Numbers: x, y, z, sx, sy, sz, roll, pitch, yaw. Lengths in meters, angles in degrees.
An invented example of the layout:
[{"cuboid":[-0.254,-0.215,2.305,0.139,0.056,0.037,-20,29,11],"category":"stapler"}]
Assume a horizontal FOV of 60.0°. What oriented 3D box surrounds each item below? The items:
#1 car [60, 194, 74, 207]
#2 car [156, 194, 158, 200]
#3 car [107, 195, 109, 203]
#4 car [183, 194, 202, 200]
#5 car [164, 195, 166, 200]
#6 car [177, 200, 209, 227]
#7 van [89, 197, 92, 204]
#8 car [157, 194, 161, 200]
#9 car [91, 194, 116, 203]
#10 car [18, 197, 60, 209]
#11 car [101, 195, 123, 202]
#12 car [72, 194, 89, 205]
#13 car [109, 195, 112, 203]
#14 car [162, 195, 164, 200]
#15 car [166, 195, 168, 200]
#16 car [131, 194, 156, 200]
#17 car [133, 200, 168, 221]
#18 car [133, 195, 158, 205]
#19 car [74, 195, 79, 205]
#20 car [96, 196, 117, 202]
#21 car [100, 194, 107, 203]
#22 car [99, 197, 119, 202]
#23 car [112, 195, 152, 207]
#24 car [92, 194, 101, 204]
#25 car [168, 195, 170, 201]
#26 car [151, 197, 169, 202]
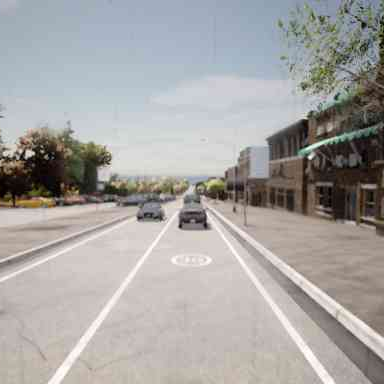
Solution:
[{"cuboid":[-22.030,1.567,52.762,5.008,1.535,2.097,0,0,0],"category":"car"},{"cuboid":[-8.961,1.602,58.379,4.892,1.521,2.231,0,-1,0],"category":"car"},{"cuboid":[-22.072,1.788,75.040,5.008,1.535,2.097,0,-1,0],"category":"car"},{"cuboid":[0.023,1.271,41.255,2.150,2.045,5.566,0,0,0],"category":"car"},{"cuboid":[-8.993,1.781,75.198,5.008,1.535,2.097,0,-1,0],"category":"car"},{"cuboid":[0.056,1.533,22.805,1.837,1.490,4.892,0,0,0],"category":"car"},{"cuboid":[-22.162,1.438,63.899,4.442,1.987,1.878,0,-1,0],"category":"van"},{"cuboid":[-8.988,1.378,61.186,5.566,2.045,2.435,0,-1,0],"category":"car"},{"cuboid":[-22.077,1.632,83.395,5.566,2.045,2.435,0,-1,0],"category":"car"},{"cuboid":[-22.013,1.538,47.193,5.008,1.535,2.097,0,0,0],"category":"car"},{"cuboid":[-22.103,1.742,91.750,5.566,2.045,2.435,0,-1,0],"category":"car"},{"cuboid":[-22.009,1.510,61.118,4.553,1.767,2.185,0,-1,0],"category":"car"},{"cuboid":[-22.057,1.849,77.824,4.792,1.488,2.163,0,-1,0],"category":"car"},{"cuboid":[-8.975,1.720,69.592,4.892,1.521,2.231,0,-1,0],"category":"car"},{"cuboid":[-9.036,1.561,78.004,5.566,2.045,2.435,0,-1,0],"category":"car"},{"cuboid":[-8.974,1.308,52.776,5.566,2.045,2.435,0,0,0],"category":"car"},{"cuboid":[-3.300,1.598,27.150,1.994,1.385,4.181,0,0,0],"category":"car"},{"cuboid":[-8.935,1.531,63.986,4.553,1.767,2.185,0,-1,0],"category":"car"},{"cuboid":[-22.032,1.627,55.548,4.674,1.452,2.002,0,0,0],"category":"car"},{"cuboid":[-22.109,1.919,86.179,5.008,1.535,2.097,0,-1,0],"category":"car"},{"cuboid":[-21.883,1.754,72.254,5.366,1.575,1.946,0,-1,0],"category":"car"},{"cuboid":[-22.120,1.993,88.839,4.674,1.452,2.002,0,-1,0],"category":"car"},{"cuboid":[-8.936,1.545,49.974,4.892,1.521,2.231,0,0,0],"category":"car"},{"cuboid":[-22.058,1.766,69.468,4.674,1.452,2.002,0,-1,0],"category":"car"},{"cuboid":[-9.039,1.949,89.214,5.008,1.535,2.097,0,-1,0],"category":"car"},{"cuboid":[-9.092,2.058,94.816,4.792,1.488,2.163,0,-1,0],"category":"car"}]
